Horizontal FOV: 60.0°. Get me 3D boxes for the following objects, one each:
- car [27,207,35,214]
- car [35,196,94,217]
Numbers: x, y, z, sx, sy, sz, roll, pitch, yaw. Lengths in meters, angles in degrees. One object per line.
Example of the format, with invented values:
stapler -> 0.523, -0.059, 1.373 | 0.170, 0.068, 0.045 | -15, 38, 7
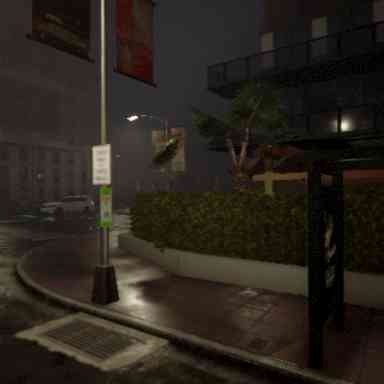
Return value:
car -> -15.692, 1.799, 37.783 | 2.033, 1.411, 5.357 | -1, 0, 35
car -> -13.127, 1.448, 35.347 | 2.150, 2.045, 5.566 | -1, 0, 35
